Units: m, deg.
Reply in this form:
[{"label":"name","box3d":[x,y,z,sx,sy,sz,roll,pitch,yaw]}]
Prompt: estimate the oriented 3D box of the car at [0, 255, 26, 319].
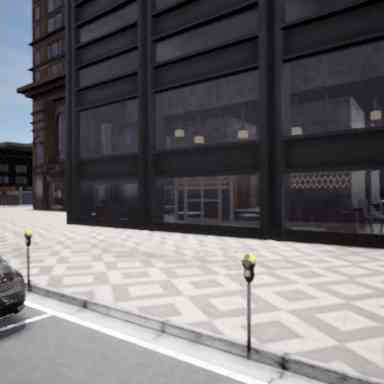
[{"label":"car","box3d":[-4.872,1.625,6.313,4.403,1.369,2.008,-1,0,35]}]
